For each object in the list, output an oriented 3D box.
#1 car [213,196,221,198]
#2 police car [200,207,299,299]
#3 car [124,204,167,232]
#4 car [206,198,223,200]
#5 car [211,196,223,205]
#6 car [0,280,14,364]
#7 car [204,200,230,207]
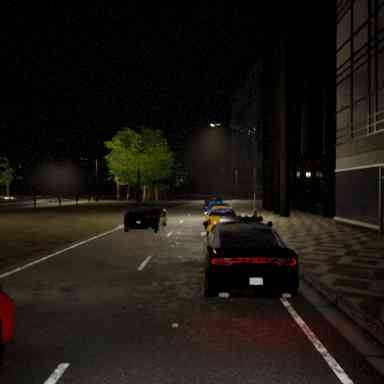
[{"bbox_3d":[2.597,1.563,44.693,2.033,1.411,5.357,0,0,7],"label":"car"},{"bbox_3d":[1.248,1.423,8.643,1.930,1.638,5.238,0,0,2],"label":"police car"},{"bbox_3d":[-2.699,1.475,20.102,1.882,1.535,5.008,0,0,3],"label":"car"},{"bbox_3d":[1.966,1.479,24.315,1.882,1.535,5.008,0,0,4],"label":"car"},{"bbox_3d":[4.744,1.539,62.849,1.837,1.490,4.892,0,0,8],"label":"car"},{"bbox_3d":[-3.334,1.220,1.808,2.150,2.045,5.566,0,0,1],"label":"car"},{"bbox_3d":[1.646,1.454,18.589,1.801,1.575,5.366,0,0,3],"label":"car"}]
